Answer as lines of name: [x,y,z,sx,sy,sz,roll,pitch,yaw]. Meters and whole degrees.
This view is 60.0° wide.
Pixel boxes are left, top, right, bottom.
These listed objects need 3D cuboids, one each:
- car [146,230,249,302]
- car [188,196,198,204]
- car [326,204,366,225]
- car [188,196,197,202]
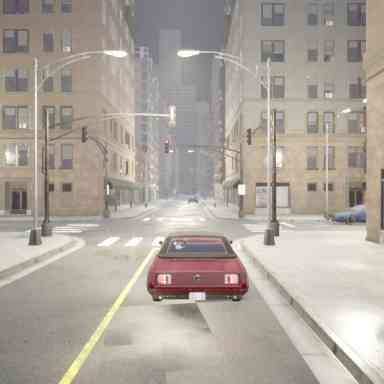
car: [0.094,1.601,8.238,1.895,1.301,4.718,0,0,0]
car: [0.189,1.507,65.222,1.812,1.442,4.674,0,0,0]
car: [12.201,1.512,22.827,5.357,1.411,2.033,0,0,3]
car: [0.109,1.567,75.151,1.895,1.301,4.718,0,0,0]
